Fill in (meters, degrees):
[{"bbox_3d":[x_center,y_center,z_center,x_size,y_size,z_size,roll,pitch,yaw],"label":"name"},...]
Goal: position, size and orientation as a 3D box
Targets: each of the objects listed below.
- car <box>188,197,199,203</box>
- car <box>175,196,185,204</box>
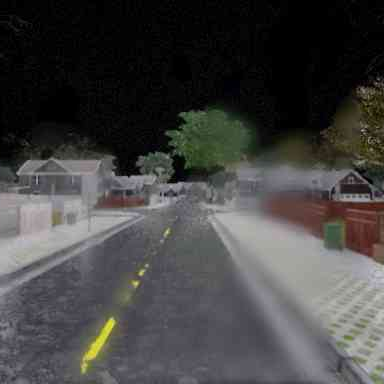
[{"bbox_3d":[0.022,2.025,81.254,2.033,1.411,5.357,0,-1,1],"label":"car"},{"bbox_3d":[-2.735,1.797,77.191,2.097,1.767,4.553,0,-1,0],"label":"car"}]
